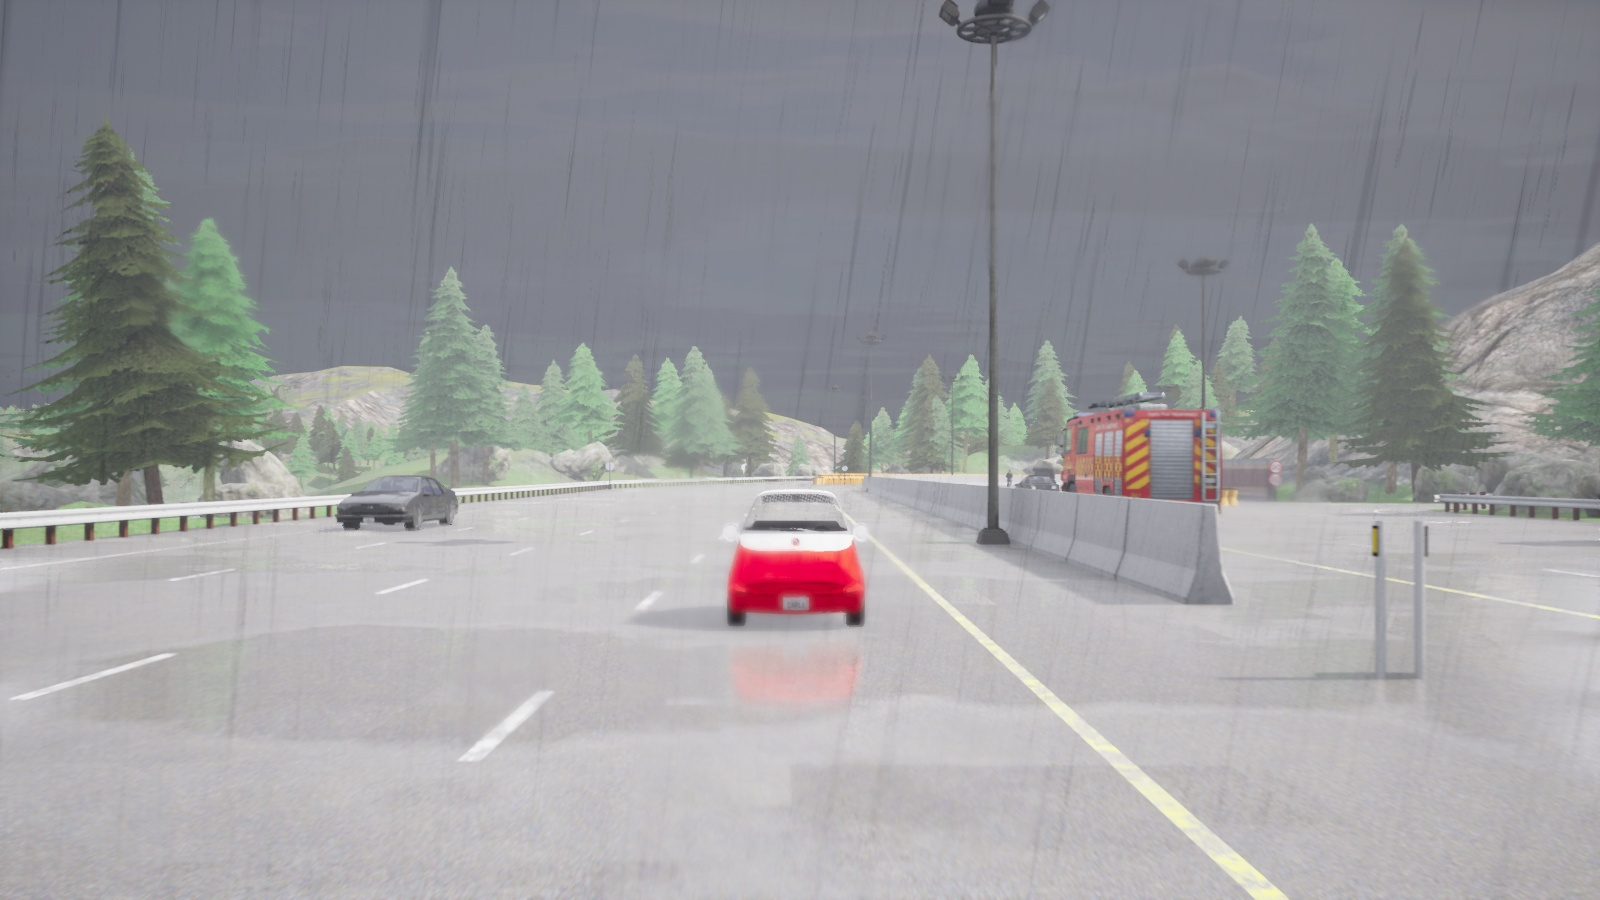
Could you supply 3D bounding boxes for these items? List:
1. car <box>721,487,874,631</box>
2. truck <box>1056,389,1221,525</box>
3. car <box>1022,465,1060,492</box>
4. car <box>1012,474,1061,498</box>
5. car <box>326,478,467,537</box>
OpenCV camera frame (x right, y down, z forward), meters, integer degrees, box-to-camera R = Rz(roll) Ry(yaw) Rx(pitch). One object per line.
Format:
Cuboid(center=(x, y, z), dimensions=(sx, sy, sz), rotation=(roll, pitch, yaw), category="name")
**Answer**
Cuboid(center=(-0.030, 1.092, 13.304), dimensions=(1.481, 1.376, 2.207), rotation=(0, -1, 0), category="car")
Cuboid(center=(10.403, 0.271, 39.592), dimensions=(2.891, 3.827, 8.468), rotation=(0, -1, 0), category="truck")
Cuboid(center=(17.165, 2.041, 89.631), dimensions=(1.905, 1.878, 3.866), rotation=(0, -1, 0), category="car")
Cuboid(center=(13.750, 2.086, 73.272), dimensions=(1.895, 1.301, 4.718), rotation=(0, -1, 0), category="car")
Cuboid(center=(-10.578, 1.464, 33.413), dimensions=(2.033, 1.411, 5.357), rotation=(0, -1, 0), category="car")
